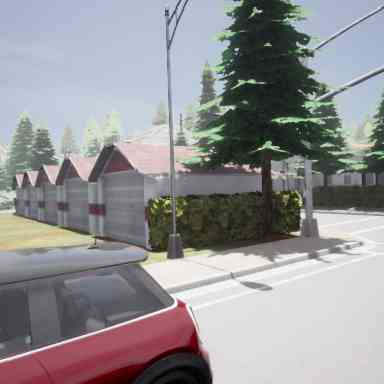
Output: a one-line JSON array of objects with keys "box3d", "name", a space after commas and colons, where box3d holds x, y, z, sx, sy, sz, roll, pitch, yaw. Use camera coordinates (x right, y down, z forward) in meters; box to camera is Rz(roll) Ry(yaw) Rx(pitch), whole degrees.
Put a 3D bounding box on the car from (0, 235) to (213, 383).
[{"box3d": [-2.088, 1.353, 2.502, 4.553, 1.767, 2.097, -2, 1, -36], "name": "car"}]
